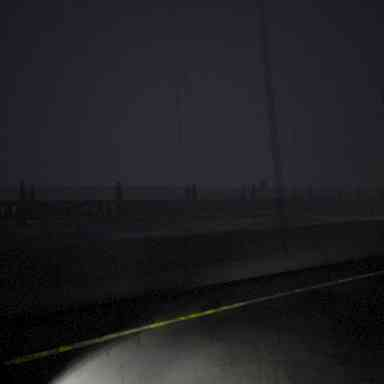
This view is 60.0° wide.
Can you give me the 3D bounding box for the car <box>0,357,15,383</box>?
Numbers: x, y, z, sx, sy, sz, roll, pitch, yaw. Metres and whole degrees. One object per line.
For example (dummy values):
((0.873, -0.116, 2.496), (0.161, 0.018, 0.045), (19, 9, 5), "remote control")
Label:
((-2.960, 1.551, 1.417), (4.181, 1.385, 1.994), (0, 0, -37), "car")
